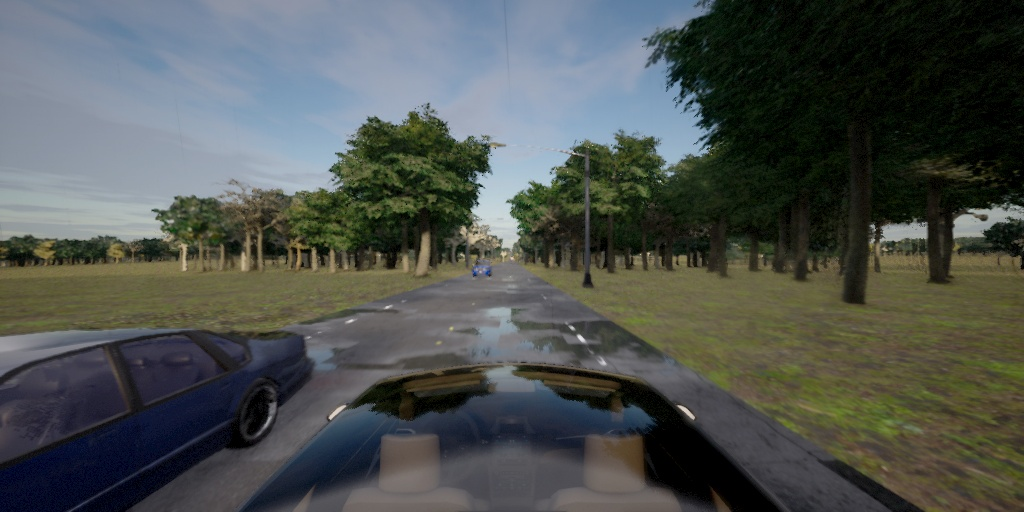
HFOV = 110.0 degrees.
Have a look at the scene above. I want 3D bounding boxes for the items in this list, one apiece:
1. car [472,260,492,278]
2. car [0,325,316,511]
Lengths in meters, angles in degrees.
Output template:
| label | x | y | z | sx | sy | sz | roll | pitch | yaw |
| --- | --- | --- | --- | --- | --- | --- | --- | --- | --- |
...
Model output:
| label | x | y | z | sx | sy | sz | roll | pitch | yaw |
| --- | --- | --- | --- | --- | --- | --- | --- | --- | --- |
| car | -3.588 | 1.532 | 44.031 | 2.150 | 2.045 | 5.566 | 0 | -1 | 0 |
| car | -3.601 | 1.307 | 2.537 | 2.033 | 1.411 | 5.357 | 0 | -1 | 0 |
